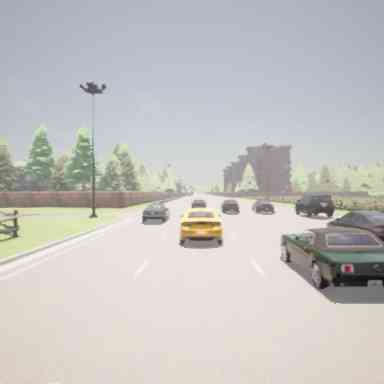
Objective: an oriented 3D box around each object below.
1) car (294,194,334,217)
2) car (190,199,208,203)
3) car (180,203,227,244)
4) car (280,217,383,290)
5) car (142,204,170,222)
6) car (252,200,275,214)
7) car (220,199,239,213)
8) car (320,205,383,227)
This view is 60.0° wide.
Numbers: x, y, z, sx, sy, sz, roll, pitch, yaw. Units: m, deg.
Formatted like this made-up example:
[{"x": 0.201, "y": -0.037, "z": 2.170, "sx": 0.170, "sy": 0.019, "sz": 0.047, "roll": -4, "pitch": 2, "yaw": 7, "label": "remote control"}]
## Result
[{"x": 11.171, "y": 1.244, "z": 30.673, "sx": 2.150, "sy": 2.045, "sz": 5.566, "roll": 0, "pitch": 0, "yaw": 1, "label": "car"}, {"x": 0.843, "y": 1.629, "z": 41.017, "sx": 1.837, "sy": 1.490, "sz": 4.892, "roll": 0, "pitch": 0, "yaw": 1, "label": "car"}, {"x": 0.428, "y": 1.526, "z": 16.179, "sx": 1.882, "sy": 1.535, "sz": 5.008, "roll": 0, "pitch": 0, "yaw": 1, "label": "car"}, {"x": 3.810, "y": 1.604, "z": 9.060, "sx": 1.895, "sy": 1.301, "sz": 4.718, "roll": 0, "pitch": 0, "yaw": 1, "label": "car"}, {"x": -2.890, "y": 1.653, "z": 27.201, "sx": 2.033, "sy": 1.411, "sz": 5.357, "roll": 0, "pitch": 0, "yaw": 1, "label": "car"}, {"x": 7.774, "y": 1.588, "z": 36.590, "sx": 1.812, "sy": 1.442, "sz": 4.674, "roll": 0, "pitch": 0, "yaw": 1, "label": "car"}, {"x": 4.299, "y": 1.597, "z": 38.090, "sx": 1.837, "sy": 1.490, "sz": 4.892, "roll": 0, "pitch": 0, "yaw": 1, "label": "car"}, {"x": 7.399, "y": 1.521, "z": 14.305, "sx": 1.812, "sy": 1.442, "sz": 4.674, "roll": 0, "pitch": 0, "yaw": 1, "label": "car"}]
